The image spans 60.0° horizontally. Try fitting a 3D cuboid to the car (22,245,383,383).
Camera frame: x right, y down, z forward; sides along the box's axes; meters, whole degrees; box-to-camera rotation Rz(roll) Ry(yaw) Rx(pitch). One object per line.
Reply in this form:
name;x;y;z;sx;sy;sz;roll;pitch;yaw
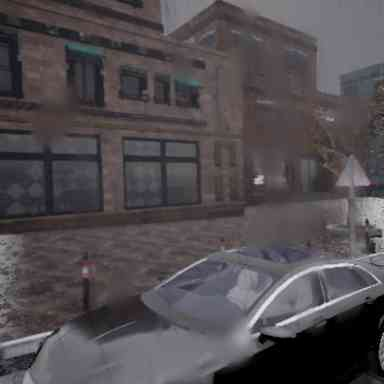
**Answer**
car;0.739;1.474;3.900;4.902;1.511;2.128;0;1;-36
